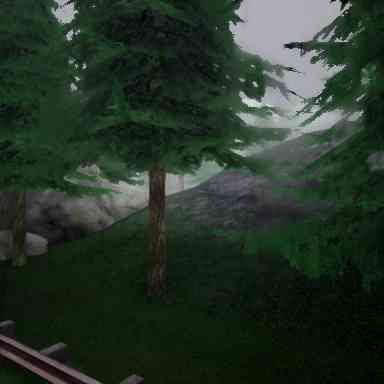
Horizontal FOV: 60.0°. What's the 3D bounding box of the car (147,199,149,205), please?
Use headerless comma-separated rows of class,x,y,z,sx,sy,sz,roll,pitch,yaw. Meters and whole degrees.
car,-6.135,1.510,38.549,1.812,1.442,4.674,0,0,37
